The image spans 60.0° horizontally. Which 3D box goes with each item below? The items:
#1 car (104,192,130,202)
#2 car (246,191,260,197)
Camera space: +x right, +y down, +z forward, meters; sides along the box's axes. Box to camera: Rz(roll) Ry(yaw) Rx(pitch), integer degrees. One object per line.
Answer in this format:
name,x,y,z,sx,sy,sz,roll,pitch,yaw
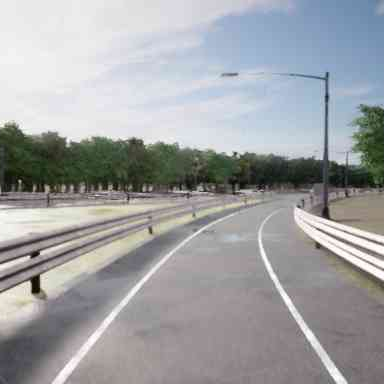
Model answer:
car,-11.768,0.745,51.186,4.674,1.442,1.812,-1,2,-38
car,14.083,0.450,72.796,5.357,1.411,2.033,-1,2,-41
